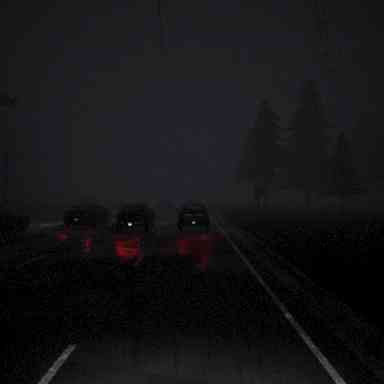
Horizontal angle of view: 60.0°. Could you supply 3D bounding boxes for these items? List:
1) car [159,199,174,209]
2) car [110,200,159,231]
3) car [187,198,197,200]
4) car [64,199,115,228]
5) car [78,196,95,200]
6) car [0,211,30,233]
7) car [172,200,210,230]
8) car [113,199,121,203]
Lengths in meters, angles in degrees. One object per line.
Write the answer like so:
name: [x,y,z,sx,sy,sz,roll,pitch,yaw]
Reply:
car: [-3.486,1.604,45.326,1.895,1.301,4.718,0,0,0]
car: [-3.393,1.506,20.560,1.837,1.490,4.892,0,0,0]
car: [0.014,1.495,45.158,2.128,1.511,4.902,0,0,0]
car: [-6.893,1.479,22.309,1.882,1.535,5.008,0,0,0]
car: [-13.990,1.355,44.914,2.097,1.767,4.553,0,0,0]
car: [-10.395,1.602,17.337,1.895,1.301,4.718,0,0,0]
car: [0.105,1.493,20.883,2.128,1.511,4.902,0,0,0]
car: [-10.489,1.604,44.999,1.895,1.301,4.718,0,0,0]
